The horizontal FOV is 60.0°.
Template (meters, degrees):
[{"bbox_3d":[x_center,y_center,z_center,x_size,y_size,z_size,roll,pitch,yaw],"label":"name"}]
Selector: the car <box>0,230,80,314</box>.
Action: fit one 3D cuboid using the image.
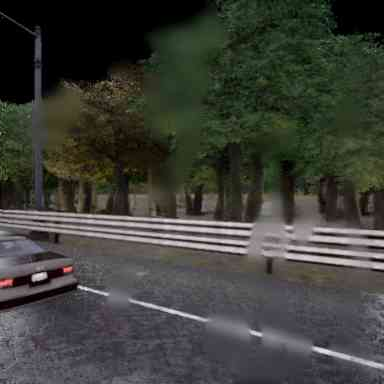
[{"bbox_3d":[-4.781,1.578,7.413,5.357,1.411,2.033,0,0,35],"label":"car"}]
